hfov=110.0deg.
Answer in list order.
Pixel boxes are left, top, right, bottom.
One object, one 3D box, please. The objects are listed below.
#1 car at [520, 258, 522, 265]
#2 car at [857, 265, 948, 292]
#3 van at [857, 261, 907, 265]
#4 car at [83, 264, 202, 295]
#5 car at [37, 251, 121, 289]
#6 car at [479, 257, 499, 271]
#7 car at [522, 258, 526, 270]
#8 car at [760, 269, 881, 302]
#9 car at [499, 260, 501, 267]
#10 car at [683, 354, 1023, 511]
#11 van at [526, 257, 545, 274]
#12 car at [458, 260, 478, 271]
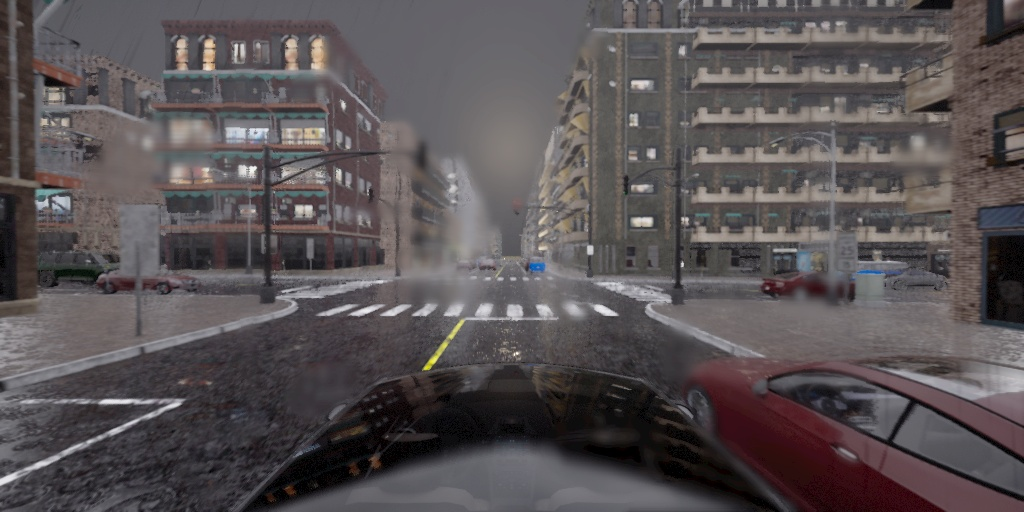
[{"bbox_3d":[2.689,1.190,57.013,1.751,1.417,4.829,0,0,0],"label":"car"},{"bbox_3d":[25.392,1.526,23.303,4.181,1.385,1.994,1,1,0],"label":"car"},{"bbox_3d":[26.096,1.283,25.881,3.998,1.789,1.690,0,0,0],"label":"van"},{"bbox_3d":[-17.741,1.176,17.592,4.207,1.307,1.802,0,0,0],"label":"car"},{"bbox_3d":[-23.496,0.757,20.280,5.566,2.045,2.150,1,1,0],"label":"car"},{"bbox_3d":[-3.076,1.146,47.008,1.882,1.535,5.008,0,0,0],"label":"car"},{"bbox_3d":[2.730,0.984,45.804,2.192,1.841,5.009,0,0,0],"label":"car"},{"bbox_3d":[14.711,1.458,17.532,4.507,1.381,1.888,0,0,0],"label":"car"},{"bbox_3d":[-3.026,1.230,64.063,1.994,1.385,4.181,0,0,1],"label":"car"},{"bbox_3d":[2.798,1.330,2.407,1.802,1.307,4.207,0,0,0],"label":"car"},{"bbox_3d":[2.819,1.015,40.307,1.690,1.789,3.998,0,0,0],"label":"van"},{"bbox_3d":[-5.836,1.252,45.855,1.802,1.307,4.207,0,0,0],"label":"car"}]
